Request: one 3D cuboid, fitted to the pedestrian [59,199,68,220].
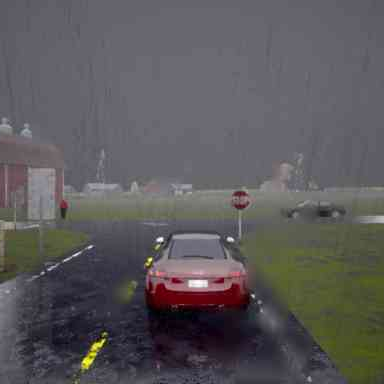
[{"bbox_3d":[-11.273,1.491,29.142,0.375,1.860,0.375,0,0,4],"label":"pedestrian"}]

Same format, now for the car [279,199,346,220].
[{"bbox_3d":[9.358,1.313,26.006,5.008,1.535,1.882,-1,0,-3],"label":"car"}]

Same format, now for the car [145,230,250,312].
[{"bbox_3d":[0.087,1.565,7.799,1.994,1.385,4.181,0,0,-1],"label":"car"}]
